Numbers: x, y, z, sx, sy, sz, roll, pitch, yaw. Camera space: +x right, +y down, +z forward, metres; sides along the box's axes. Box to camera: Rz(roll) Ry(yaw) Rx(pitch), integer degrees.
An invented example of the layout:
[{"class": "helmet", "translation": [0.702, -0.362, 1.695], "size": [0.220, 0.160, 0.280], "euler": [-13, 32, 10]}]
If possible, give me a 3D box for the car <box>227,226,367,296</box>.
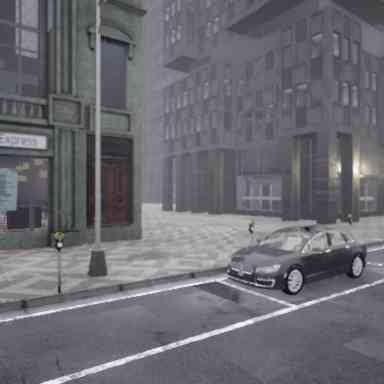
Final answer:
[{"class": "car", "translation": [2.865, 1.592, 8.683], "size": [4.403, 1.369, 2.008], "euler": [0, 0, -35]}]
